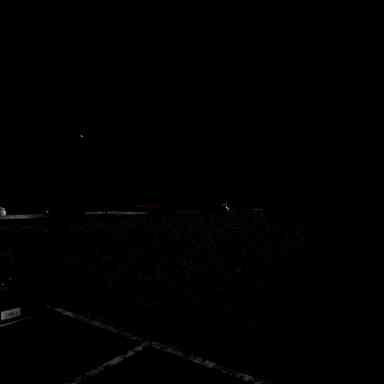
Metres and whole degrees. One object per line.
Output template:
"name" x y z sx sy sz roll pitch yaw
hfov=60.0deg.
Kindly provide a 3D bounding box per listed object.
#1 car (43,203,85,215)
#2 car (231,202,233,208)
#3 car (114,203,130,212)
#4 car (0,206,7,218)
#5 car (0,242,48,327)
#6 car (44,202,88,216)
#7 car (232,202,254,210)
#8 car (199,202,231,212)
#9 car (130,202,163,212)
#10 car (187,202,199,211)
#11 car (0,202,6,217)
"car" -16.028 2.106 41.914 1.895 1.301 4.718 0 -1 36
"car" 7.034 2.558 62.446 2.128 1.511 4.902 0 -1 36
"car" -9.613 2.314 50.734 1.895 1.301 4.718 0 -1 36
"car" -19.886 1.817 31.039 1.812 1.442 4.674 0 -1 36
"car" -4.419 1.551 6.159 4.403 1.369 2.008 0 0 36
"car" -14.462 1.956 38.542 2.128 1.511 4.902 0 -1 36
"car" 9.664 2.624 60.535 1.994 1.385 4.181 0 -1 36
"car" 3.623 2.367 52.129 1.837 1.490 4.892 0 -1 36
"car" -6.423 2.202 49.585 1.882 1.535 5.008 0 -1 36
"car" 1.148 2.366 54.255 2.128 1.511 4.902 0 -1 37
"car" -21.914 1.822 33.810 1.837 1.490 4.892 0 -1 36
